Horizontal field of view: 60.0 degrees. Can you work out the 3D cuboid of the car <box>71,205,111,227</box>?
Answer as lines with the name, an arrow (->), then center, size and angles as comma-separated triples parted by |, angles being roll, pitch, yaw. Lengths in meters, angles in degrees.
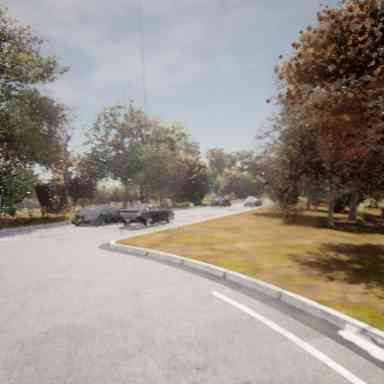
car -> -6.545, 1.644, 23.624 | 1.994, 1.385, 4.181 | -1, 0, 24

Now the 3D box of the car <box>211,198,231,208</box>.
car -> 4.170, 1.506, 47.869 | 1.994, 1.385, 4.181 | -1, 0, 24

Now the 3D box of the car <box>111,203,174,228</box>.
car -> -2.964, 1.526, 22.792 | 2.128, 1.511, 4.902 | -1, 0, 25

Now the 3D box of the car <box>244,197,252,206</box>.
car -> 9.231, 1.404, 50.373 | 1.812, 1.442, 4.674 | -1, 0, 24
